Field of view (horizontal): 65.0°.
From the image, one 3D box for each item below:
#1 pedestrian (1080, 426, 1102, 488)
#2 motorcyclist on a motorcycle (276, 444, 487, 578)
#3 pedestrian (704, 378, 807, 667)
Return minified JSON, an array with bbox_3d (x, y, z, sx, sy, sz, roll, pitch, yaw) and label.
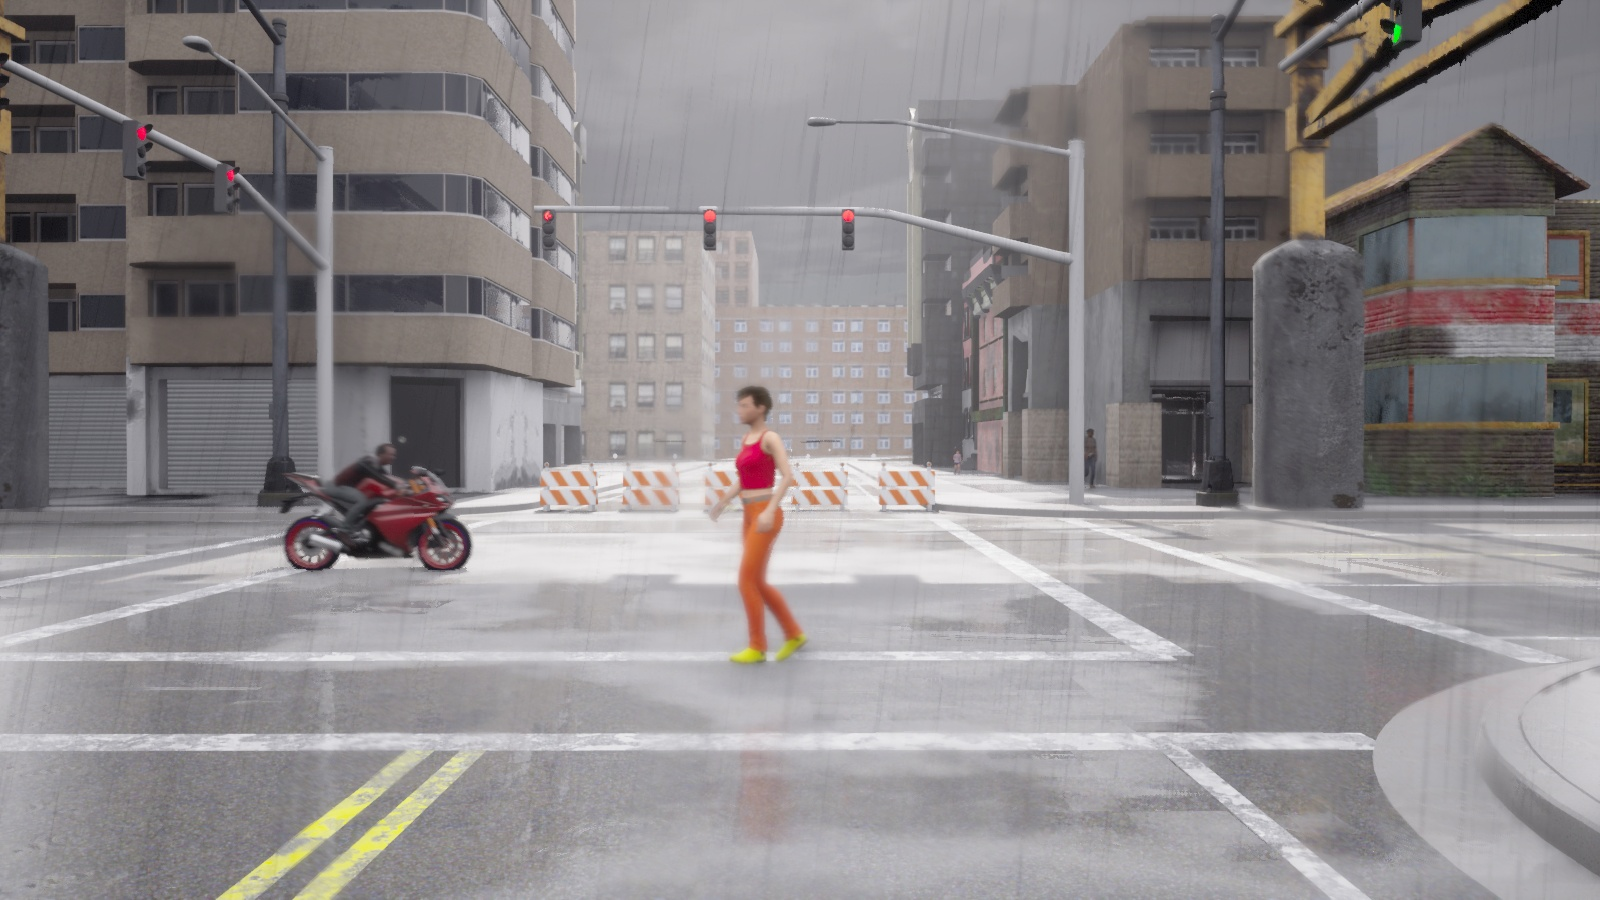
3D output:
[{"bbox_3d":[8.608,0.209,37.152,0.328,1.805,0.869,0,0,-10],"label":"pedestrian"},{"bbox_3d":[-4.873,0.694,14.746,2.191,1.530,0.866,0,0,0],"label":"motorcyclist on a motorcycle"},{"bbox_3d":[-0.293,0.462,8.254,0.594,1.836,0.345,0,0,-23],"label":"pedestrian"}]
